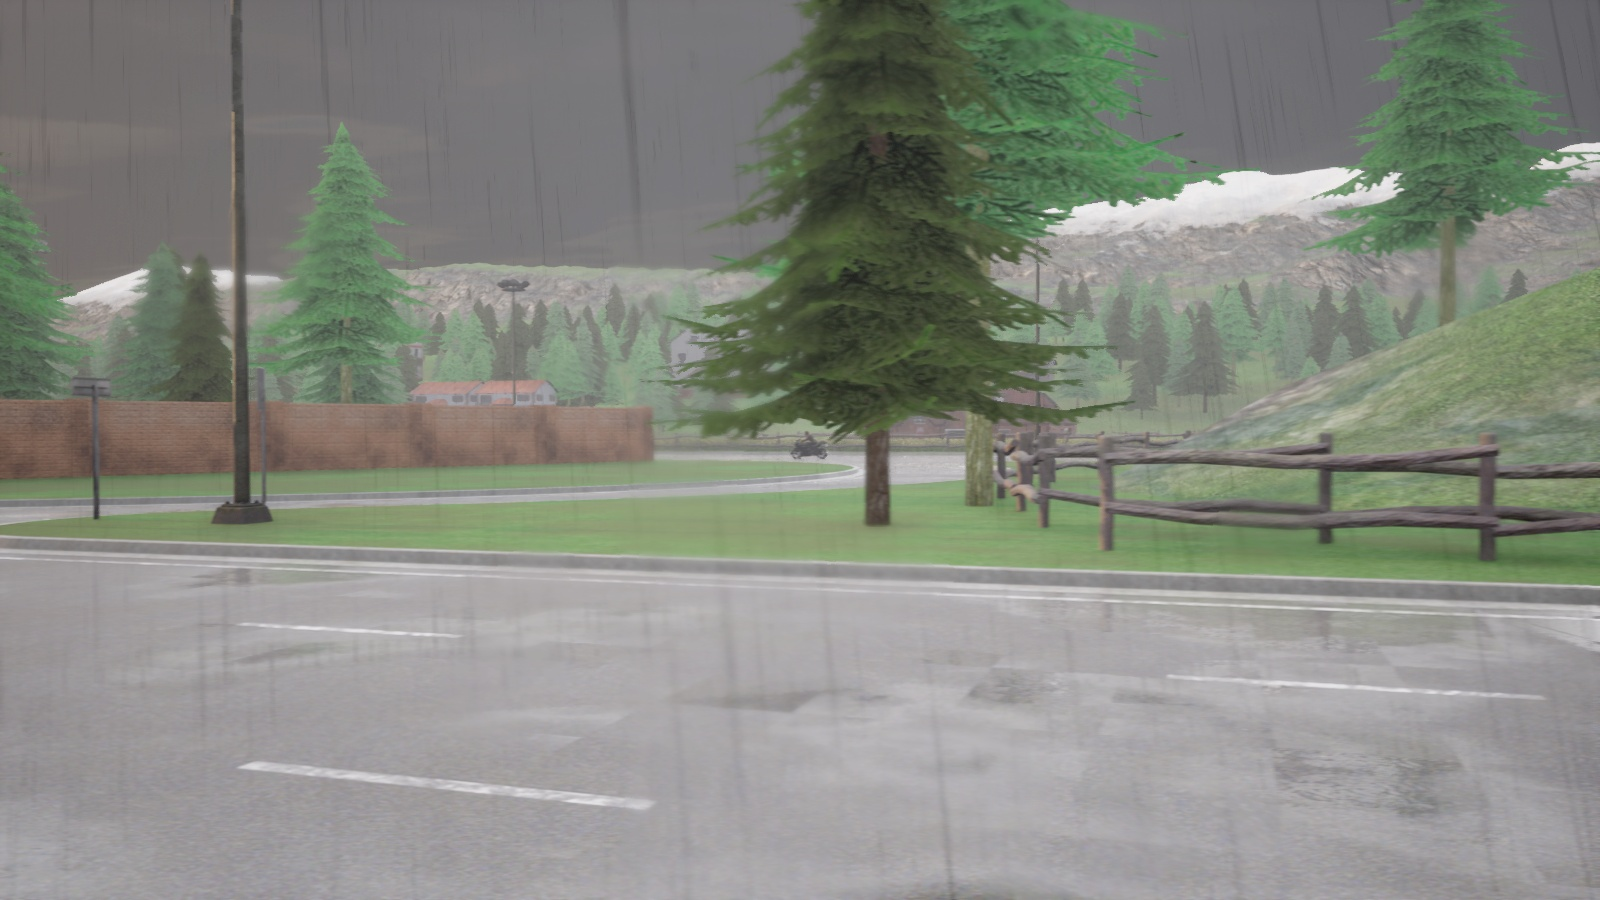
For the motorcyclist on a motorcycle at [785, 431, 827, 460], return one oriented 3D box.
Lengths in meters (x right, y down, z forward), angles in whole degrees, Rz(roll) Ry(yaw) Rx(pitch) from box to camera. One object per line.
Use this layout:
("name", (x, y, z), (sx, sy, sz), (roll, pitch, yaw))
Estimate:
("motorcyclist on a motorcycle", (0.324, -0.239, 65.490), (2.044, 1.523, 0.797), (1, 1, 19))
